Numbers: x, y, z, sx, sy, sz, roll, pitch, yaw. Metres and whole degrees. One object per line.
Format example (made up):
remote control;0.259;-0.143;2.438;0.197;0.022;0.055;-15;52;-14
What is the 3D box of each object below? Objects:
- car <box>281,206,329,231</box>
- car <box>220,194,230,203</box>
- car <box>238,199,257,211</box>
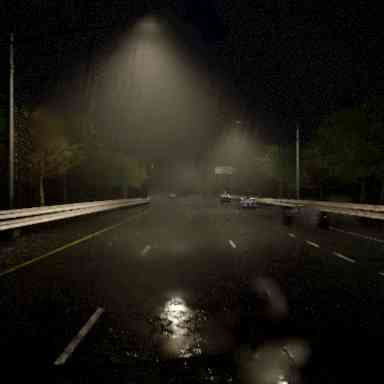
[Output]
car;7.025;1.599;21.098;1.994;1.385;4.181;0;0;0
car;7.291;1.705;73.370;1.994;1.385;4.181;0;0;0
car;7.100;1.626;42.961;2.033;1.411;5.357;0;0;0
